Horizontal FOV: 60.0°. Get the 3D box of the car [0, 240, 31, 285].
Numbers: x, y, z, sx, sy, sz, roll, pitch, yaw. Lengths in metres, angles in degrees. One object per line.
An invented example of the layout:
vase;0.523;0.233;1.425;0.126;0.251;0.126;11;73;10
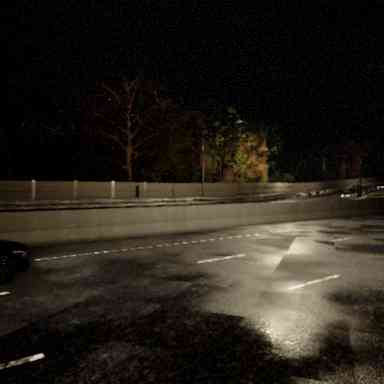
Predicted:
car;-6.366;1.530;7.808;4.674;1.442;1.812;0;0;-35
